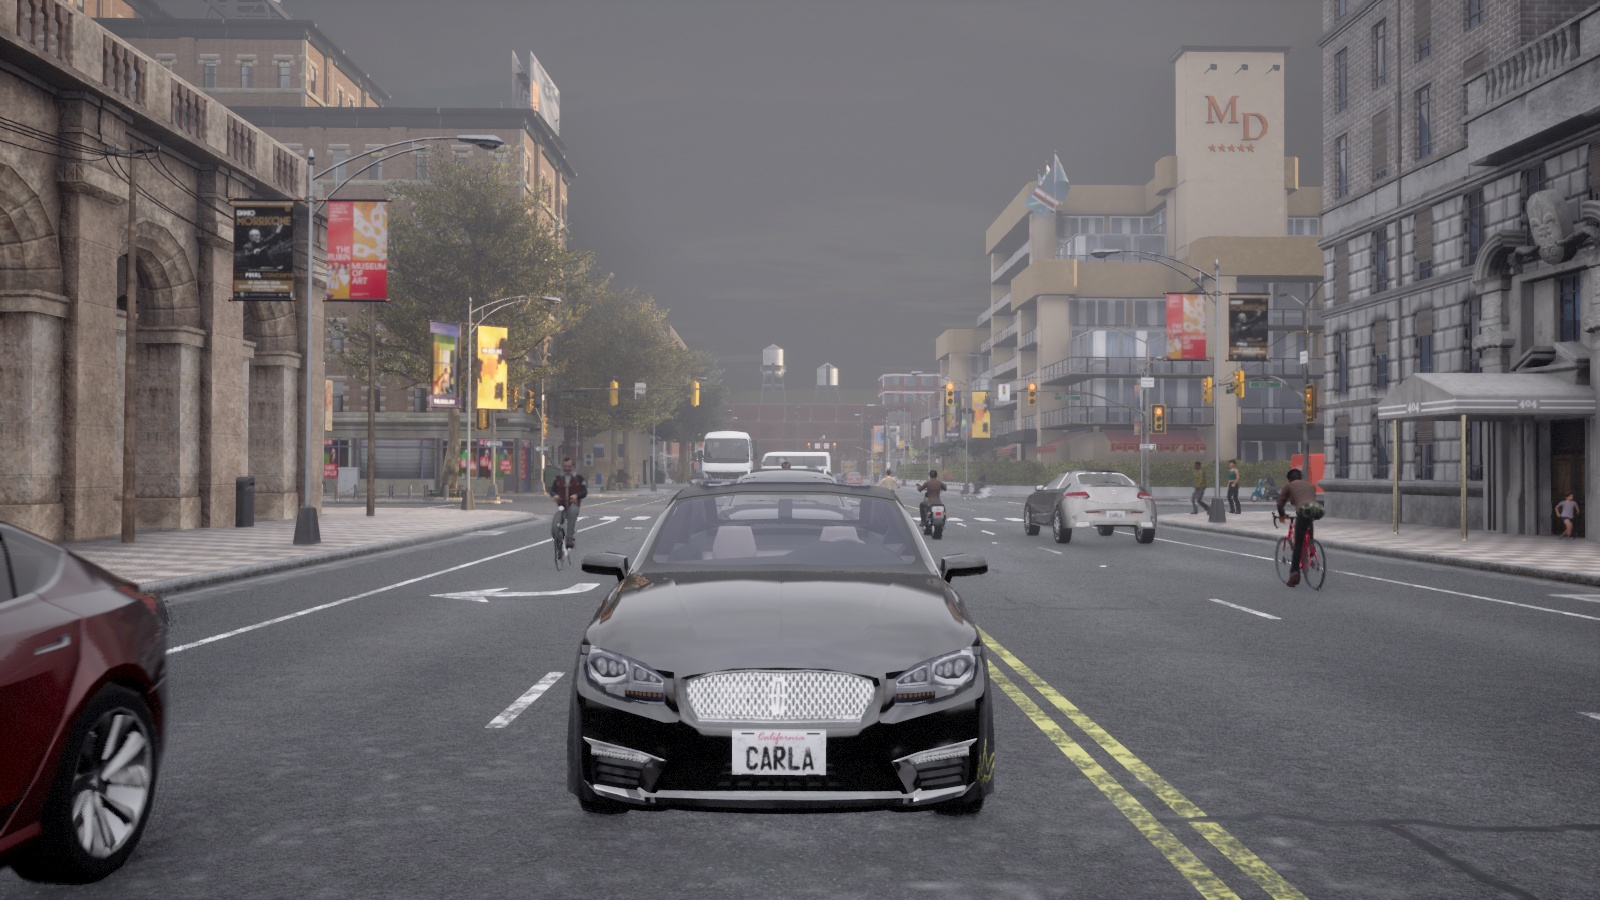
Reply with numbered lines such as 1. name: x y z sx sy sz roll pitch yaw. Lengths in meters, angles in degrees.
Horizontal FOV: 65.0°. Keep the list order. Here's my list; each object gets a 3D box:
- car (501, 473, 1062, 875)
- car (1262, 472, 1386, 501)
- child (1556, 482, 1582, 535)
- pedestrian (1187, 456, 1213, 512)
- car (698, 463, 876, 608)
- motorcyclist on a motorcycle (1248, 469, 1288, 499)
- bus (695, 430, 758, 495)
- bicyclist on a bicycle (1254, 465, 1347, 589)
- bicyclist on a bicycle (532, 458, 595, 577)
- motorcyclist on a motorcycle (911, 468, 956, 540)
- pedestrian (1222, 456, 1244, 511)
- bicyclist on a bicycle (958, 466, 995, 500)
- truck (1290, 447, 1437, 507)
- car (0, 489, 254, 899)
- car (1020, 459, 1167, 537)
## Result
1. car: -0.075 0.892 7.228 2.128 1.511 4.902 0 -1 0
2. car: 26.236 1.812 63.014 5.357 1.411 2.033 0 -1 -1
3. child: 16.216 1.230 26.483 0.255 1.110 0.394 0 -1 -5
4. pedestrian: 13.139 1.110 41.243 0.709 1.840 0.431 0 -1 -3
5. car: -0.167 1.028 16.804 2.033 1.649 4.856 0 -1 0
6. motorcyclist on a motorcycle: 24.772 1.782 66.496 1.817 1.590 0.866 0 -1 -1
7. bus: -4.931 0.914 86.961 3.944 4.253 10.273 0 -1 -1
8. bicyclist on a bicycle: 6.836 1.029 17.239 0.582 1.620 1.656 0 -1 -1
9. bicyclist on a bicycle: -3.697 1.031 19.779 0.659 1.776 1.843 0 -1 -1
10. motorcyclist on a motorcycle: 3.150 1.251 29.829 0.766 1.649 2.350 0 -1 -1
11. pedestrian: 14.626 1.123 42.381 0.594 1.836 0.345 0 -1 -17
12. bicyclist on a bicycle: 9.318 1.758 66.292 1.843 1.776 0.659 0 -1 -1
13. truck: 24.606 1.162 55.003 5.204 2.467 2.627 -1 -1 -1
14. car: -3.554 0.884 3.320 2.163 1.488 4.792 0 -1 0
15. car: 6.662 1.055 29.144 2.152 1.651 5.027 0 -1 -1
